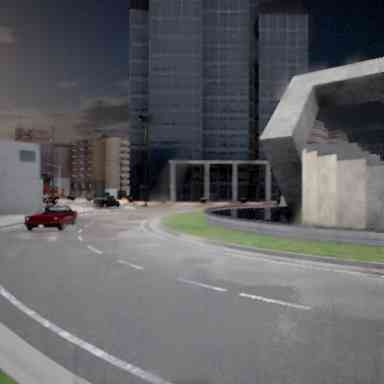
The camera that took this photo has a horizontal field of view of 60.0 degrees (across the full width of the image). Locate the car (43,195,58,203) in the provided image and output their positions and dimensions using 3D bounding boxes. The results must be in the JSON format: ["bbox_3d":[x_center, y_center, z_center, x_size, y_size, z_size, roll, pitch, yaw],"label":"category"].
[{"bbox_3d":[-23.958,1.201,54.657,4.902,1.511,2.128,0,0,39],"label":"car"}]

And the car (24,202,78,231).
[{"bbox_3d":[-8.247,1.495,19.820,1.895,1.301,4.718,0,0,-6],"label":"car"}]

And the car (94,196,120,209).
[{"bbox_3d":[-10.714,1.271,41.731,1.882,1.535,5.008,0,0,-37],"label":"car"}]
